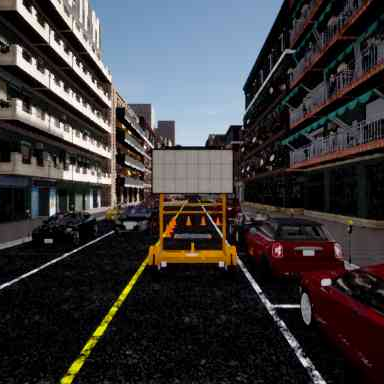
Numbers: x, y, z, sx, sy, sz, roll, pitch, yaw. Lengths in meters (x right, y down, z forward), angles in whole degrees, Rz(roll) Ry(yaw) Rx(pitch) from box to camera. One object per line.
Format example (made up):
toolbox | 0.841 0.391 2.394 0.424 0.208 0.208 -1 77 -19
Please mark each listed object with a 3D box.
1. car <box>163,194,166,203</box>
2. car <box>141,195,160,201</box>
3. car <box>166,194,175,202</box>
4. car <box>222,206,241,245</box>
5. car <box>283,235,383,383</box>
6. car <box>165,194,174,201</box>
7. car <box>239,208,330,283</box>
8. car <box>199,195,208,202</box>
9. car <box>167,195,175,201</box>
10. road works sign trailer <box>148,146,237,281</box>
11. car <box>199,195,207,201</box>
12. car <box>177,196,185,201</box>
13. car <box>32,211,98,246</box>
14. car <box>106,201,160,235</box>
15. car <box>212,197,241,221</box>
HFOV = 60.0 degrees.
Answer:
car | -5.580 1.303 49.133 2.192 1.841 5.009 0 0 0
car | -5.594 1.431 43.496 1.967 1.590 4.097 0 0 0
car | -5.518 1.290 77.314 2.192 1.841 5.009 0 0 0
car | 2.725 1.550 15.291 2.008 1.369 4.403 0 0 0
car | 2.700 1.545 4.019 1.887 1.381 4.507 0 0 0
car | -5.506 1.412 82.950 1.967 1.590 4.097 0 0 0
car | 2.712 1.440 9.655 1.967 1.590 4.097 0 0 0
car | 2.862 1.500 77.462 1.752 1.417 4.829 0 0 0
car | -5.494 1.513 88.587 1.887 1.381 4.507 0 0 0
road works sign trailer | 0.021 0.464 9.794 2.380 3.560 2.880 0 0 0
car | 2.886 1.513 88.564 1.887 1.381 4.507 0 0 0
car | -2.816 1.572 83.938 1.895 1.301 4.718 0 0 0
car | -5.657 1.565 15.313 1.947 1.339 4.313 0 0 0
car | -3.059 1.490 18.828 2.128 1.511 4.902 0 0 0
car | 2.751 1.311 26.564 2.192 1.841 5.009 0 0 0
